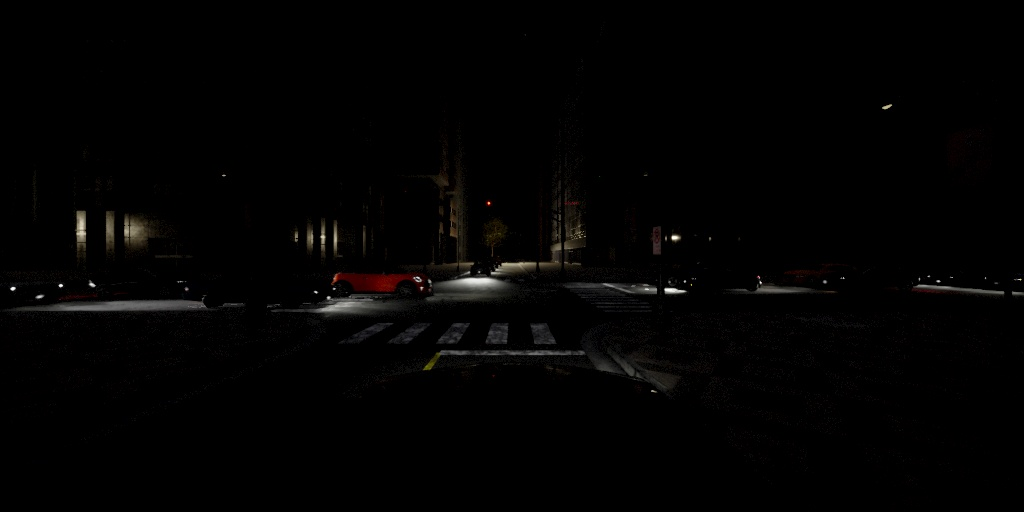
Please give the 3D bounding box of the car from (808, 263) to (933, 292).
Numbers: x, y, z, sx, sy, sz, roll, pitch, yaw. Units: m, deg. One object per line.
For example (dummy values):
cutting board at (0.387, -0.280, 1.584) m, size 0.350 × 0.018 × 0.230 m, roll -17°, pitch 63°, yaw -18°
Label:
car at (20.880, 1.262, 21.087) m, size 4.902 × 1.511 × 2.128 m, roll 0°, pitch 0°, yaw 0°

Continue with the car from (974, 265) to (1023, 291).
car at (30.761, 1.311, 21.040) m, size 4.674 × 1.442 × 1.812 m, roll 0°, pitch 0°, yaw 0°

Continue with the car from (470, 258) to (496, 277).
car at (-3.085, 1.241, 36.106) m, size 2.128 × 1.511 × 4.902 m, roll 0°, pitch 0°, yaw 0°

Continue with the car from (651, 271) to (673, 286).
car at (12.095, 1.355, 24.377) m, size 4.718 × 1.301 × 1.895 m, roll 0°, pitch 0°, yaw 3°

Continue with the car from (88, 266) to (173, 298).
car at (-17.909, 1.231, 17.802) m, size 4.902 × 1.511 × 2.128 m, roll 0°, pitch 0°, yaw 0°

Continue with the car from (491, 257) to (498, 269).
car at (-3.103, 1.254, 46.061) m, size 1.837 × 1.490 × 4.892 m, roll 0°, pitch 0°, yaw 0°

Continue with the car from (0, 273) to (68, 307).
car at (-21.366, 1.343, 14.567) m, size 4.718 × 1.301 × 1.895 m, roll 0°, pitch 0°, yaw 0°

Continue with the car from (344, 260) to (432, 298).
car at (-6.329, 1.098, 17.753) m, size 4.553 × 1.767 × 2.097 m, roll 0°, pitch 0°, yaw 0°

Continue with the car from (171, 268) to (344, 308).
car at (-10.082, 1.297, 14.518) m, size 5.357 × 1.411 × 2.033 m, roll 0°, pitch 0°, yaw 0°

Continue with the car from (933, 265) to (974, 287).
car at (31.566, 1.327, 24.287) m, size 5.357 × 1.411 × 2.033 m, roll 0°, pitch 0°, yaw 0°

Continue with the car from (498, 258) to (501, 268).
car at (-3.115, 1.313, 56.046) m, size 1.994 × 1.385 × 4.181 m, roll 0°, pitch 0°, yaw 0°

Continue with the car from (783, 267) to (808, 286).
car at (21.230, 1.243, 24.335) m, size 5.008 × 1.535 × 1.882 m, roll 0°, pitch 0°, yaw 0°

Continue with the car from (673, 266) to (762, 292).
car at (12.184, 1.324, 21.125) m, size 4.181 × 1.385 × 1.994 m, roll 0°, pitch 0°, yaw 0°
